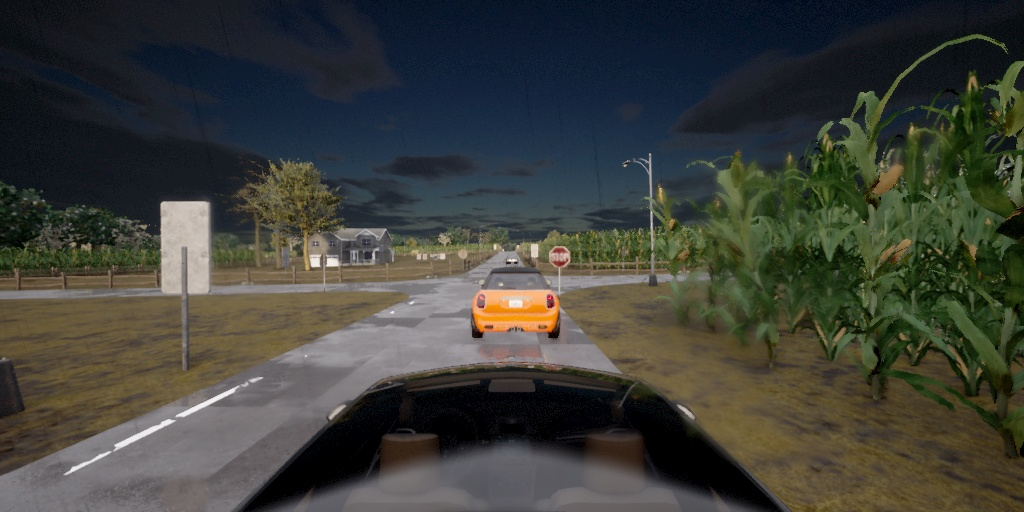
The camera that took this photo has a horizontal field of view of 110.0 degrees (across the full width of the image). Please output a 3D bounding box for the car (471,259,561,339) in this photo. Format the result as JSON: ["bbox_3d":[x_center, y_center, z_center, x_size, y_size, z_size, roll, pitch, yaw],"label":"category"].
[{"bbox_3d":[0.084,1.081,10.202,2.097,1.767,4.553,0,0,0],"label":"car"}]

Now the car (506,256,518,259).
[{"bbox_3d":[-0.004,0.613,57.475,1.895,1.301,4.718,0,2,0],"label":"car"}]
